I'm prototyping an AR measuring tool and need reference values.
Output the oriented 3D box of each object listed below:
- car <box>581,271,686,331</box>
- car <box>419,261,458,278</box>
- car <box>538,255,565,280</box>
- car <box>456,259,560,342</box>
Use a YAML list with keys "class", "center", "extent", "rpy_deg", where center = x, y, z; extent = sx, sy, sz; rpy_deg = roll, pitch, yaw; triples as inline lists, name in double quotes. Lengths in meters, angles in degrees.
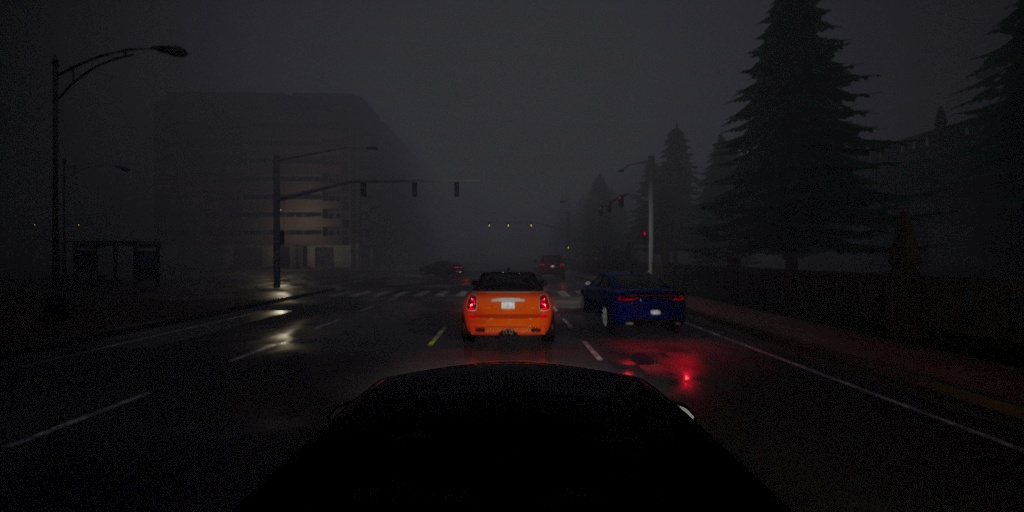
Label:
- class: "car"
  center: [3.416, 1.209, 11.026]
  extent: [1.882, 1.535, 5.008]
  rpy_deg: [0, 0, 0]
- class: "car"
  center: [-6.718, 1.223, 34.016]
  extent: [4.892, 1.490, 1.837]
  rpy_deg: [0, -2, 35]
- class: "car"
  center: [3.163, 0.915, 30.990]
  extent: [2.150, 2.045, 5.566]
  rpy_deg: [0, 0, -1]
- class: "car"
  center: [-0.083, 1.086, 9.877]
  extent: [2.097, 1.767, 4.553]
  rpy_deg: [0, 0, 0]
